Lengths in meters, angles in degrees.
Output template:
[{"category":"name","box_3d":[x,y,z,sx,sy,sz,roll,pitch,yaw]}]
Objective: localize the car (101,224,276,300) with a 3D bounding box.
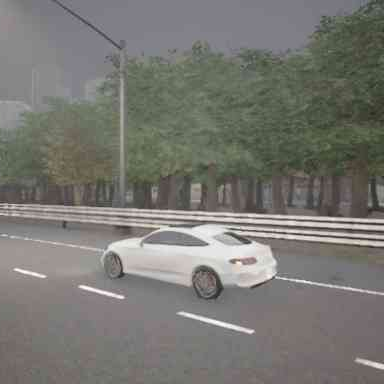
[{"category":"car","box_3d":[-0.253,1.528,8.354,4.674,1.442,1.812,0,0,36]}]
